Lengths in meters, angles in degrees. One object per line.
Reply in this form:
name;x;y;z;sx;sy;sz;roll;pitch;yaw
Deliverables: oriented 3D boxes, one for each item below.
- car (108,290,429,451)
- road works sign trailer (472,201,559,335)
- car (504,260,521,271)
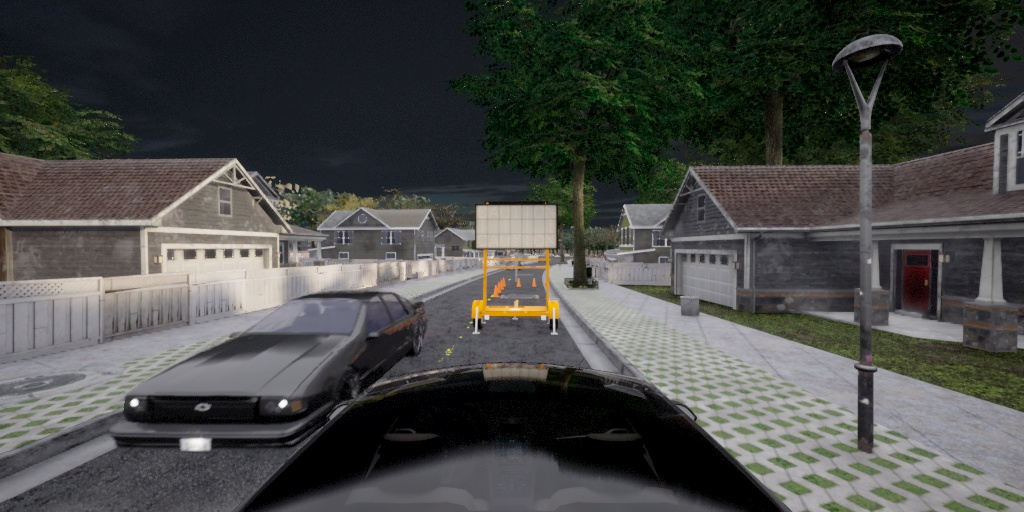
car;-2.790;1.295;5.864;2.033;1.411;5.357;0;0;1
road works sign trailer;0.128;0.213;10.555;2.380;3.560;2.880;0;0;2
car;0.128;1.210;47.651;2.128;1.511;4.902;0;0;7
